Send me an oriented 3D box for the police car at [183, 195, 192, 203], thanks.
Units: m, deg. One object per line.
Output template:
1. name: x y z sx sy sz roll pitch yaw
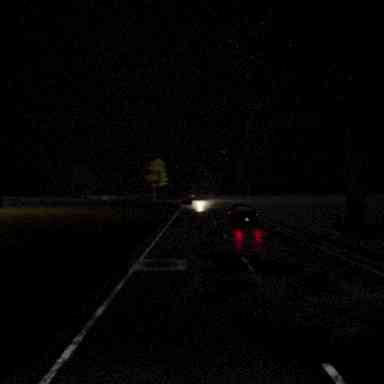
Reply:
1. police car: -0.977 1.637 77.395 1.930 1.638 5.238 0 0 0

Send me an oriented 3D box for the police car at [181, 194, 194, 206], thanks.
1. police car: -0.991 1.657 61.395 1.930 1.638 5.238 0 0 0

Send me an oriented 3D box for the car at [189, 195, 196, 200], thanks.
1. car: 0.090 1.600 95.504 2.033 1.411 5.357 0 0 0

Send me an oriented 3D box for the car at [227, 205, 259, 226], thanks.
1. car: 3.637 1.648 24.246 1.812 1.442 4.674 0 0 0
